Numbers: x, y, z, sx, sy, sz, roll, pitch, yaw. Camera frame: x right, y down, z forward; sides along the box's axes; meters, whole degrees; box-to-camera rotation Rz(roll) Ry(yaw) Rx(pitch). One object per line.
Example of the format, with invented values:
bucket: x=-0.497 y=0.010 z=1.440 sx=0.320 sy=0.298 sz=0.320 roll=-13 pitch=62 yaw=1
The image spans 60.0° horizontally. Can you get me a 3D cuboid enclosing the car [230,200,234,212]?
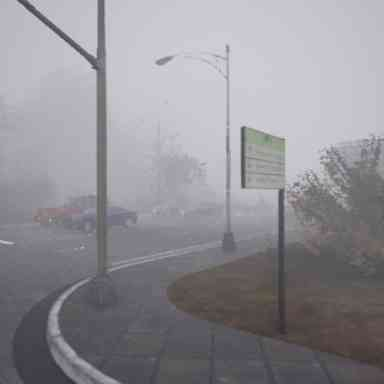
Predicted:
car: x=4.506 y=1.615 z=39.075 sx=1.895 sy=1.301 sz=4.718 roll=0 pitch=0 yaw=39

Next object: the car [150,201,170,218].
car: x=-1.806 y=1.577 z=31.217 sx=2.128 sy=1.511 sz=4.902 roll=0 pitch=0 yaw=39

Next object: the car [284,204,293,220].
car: x=9.148 y=1.505 z=27.781 sx=2.128 sy=1.511 sz=4.902 roll=0 pitch=0 yaw=39

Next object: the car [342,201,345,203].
car: x=23.773 y=1.109 z=53.096 sx=1.812 sy=1.442 sz=4.674 roll=0 pitch=1 yaw=31

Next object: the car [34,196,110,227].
car: x=-8.087 y=1.320 z=23.421 sx=2.150 sy=2.045 sz=5.566 roll=0 pitch=0 yaw=37

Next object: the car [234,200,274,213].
car: x=7.178 y=1.545 z=36.814 sx=2.033 sy=1.411 sz=5.357 roll=0 pitch=0 yaw=39

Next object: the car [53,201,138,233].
car: x=-5.659 y=1.559 z=20.819 sx=1.882 sy=1.535 sz=5.008 roll=0 pitch=0 yaw=39

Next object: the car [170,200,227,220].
car: x=0.729 y=1.561 z=28.783 sx=2.128 sy=1.511 sz=4.902 roll=0 pitch=0 yaw=39
